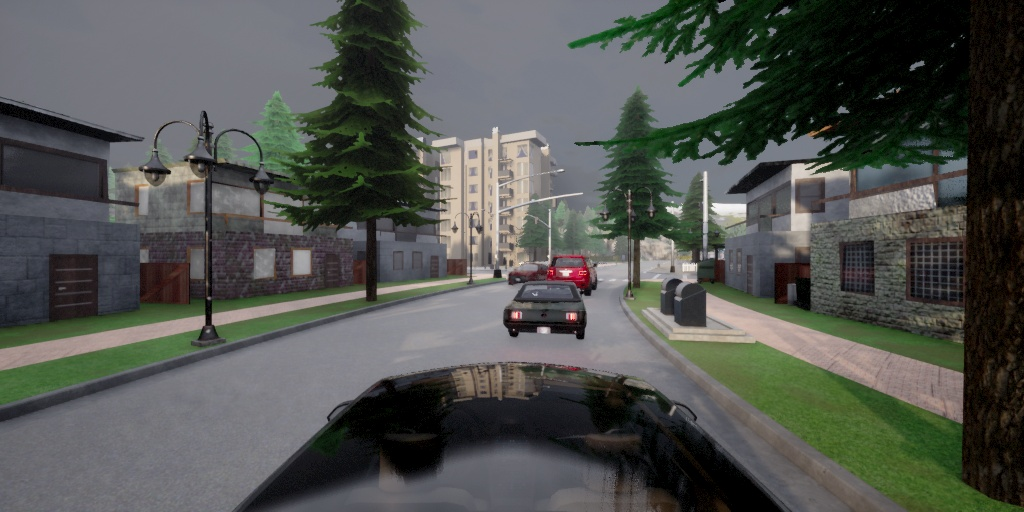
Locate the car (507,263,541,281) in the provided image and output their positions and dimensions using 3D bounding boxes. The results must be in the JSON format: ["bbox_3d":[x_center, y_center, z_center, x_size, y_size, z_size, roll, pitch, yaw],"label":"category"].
[{"bbox_3d":[1.305,1.227,24.676,1.882,1.535,5.008,0,0,22],"label":"car"}]

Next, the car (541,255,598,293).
[{"bbox_3d":[3.370,0.971,19.596,2.150,2.045,5.566,0,0,18],"label":"car"}]

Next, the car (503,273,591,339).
[{"bbox_3d":[1.073,1.351,10.100,1.895,1.301,4.718,0,0,9],"label":"car"}]
